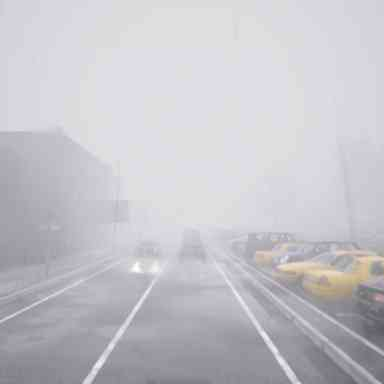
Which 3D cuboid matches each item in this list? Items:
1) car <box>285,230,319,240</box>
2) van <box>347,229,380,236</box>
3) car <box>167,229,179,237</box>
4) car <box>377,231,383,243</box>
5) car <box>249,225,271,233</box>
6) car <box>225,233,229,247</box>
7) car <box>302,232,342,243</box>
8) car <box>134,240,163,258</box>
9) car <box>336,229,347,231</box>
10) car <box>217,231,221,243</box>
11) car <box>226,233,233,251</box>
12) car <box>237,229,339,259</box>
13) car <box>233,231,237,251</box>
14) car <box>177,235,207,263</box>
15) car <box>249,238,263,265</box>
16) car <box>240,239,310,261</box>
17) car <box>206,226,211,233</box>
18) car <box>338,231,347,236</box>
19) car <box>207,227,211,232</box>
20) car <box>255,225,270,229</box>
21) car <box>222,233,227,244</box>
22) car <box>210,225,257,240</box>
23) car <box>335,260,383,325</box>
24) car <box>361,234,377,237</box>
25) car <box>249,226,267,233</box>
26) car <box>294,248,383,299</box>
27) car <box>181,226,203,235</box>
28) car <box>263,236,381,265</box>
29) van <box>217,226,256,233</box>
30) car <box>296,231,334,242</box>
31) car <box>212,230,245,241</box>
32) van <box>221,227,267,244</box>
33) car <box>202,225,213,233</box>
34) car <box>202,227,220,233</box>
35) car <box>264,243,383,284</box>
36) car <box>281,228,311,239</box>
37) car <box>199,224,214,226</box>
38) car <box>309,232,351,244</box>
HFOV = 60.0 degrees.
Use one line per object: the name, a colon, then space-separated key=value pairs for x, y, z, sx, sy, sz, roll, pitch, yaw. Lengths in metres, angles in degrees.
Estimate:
car: x=18.317 y=7.127 z=55.727 sx=5.008 sy=1.535 sz=2.097 roll=0 pitch=-5 yaw=0
van: x=18.382 y=4.857 z=33.109 sx=4.442 sy=1.987 sz=1.878 roll=0 pitch=-6 yaw=0
car: x=-3.775 y=8.205 z=66.795 sx=1.837 sy=1.490 sz=4.892 roll=0 pitch=-5 yaw=0
car: x=18.513 y=4.381 z=27.605 sx=4.553 sy=1.767 sz=2.185 roll=0 pitch=-6 yaw=0
car: x=18.312 y=10.003 z=89.931 sx=5.566 sy=2.045 sz=2.435 roll=0 pitch=-5 yaw=-1
car: x=5.927 y=5.106 z=32.926 sx=4.674 sy=1.452 sz=2.002 roll=0 pitch=-6 yaw=0
car: x=18.360 y=6.422 z=47.286 sx=4.792 sy=1.488 sz=2.163 roll=0 pitch=-5 yaw=0
car: x=-3.446 y=4.535 z=26.670 sx=1.895 sy=1.301 sz=4.718 roll=0 pitch=-6 yaw=0
car: x=18.406 y=5.652 z=41.684 sx=5.566 sy=2.045 sz=2.435 roll=0 pitch=-5 yaw=0
car: x=5.863 y=5.917 z=41.386 sx=4.674 sy=1.452 sz=2.002 roll=0 pitch=-5 yaw=0
car: x=5.947 y=4.771 z=30.120 sx=5.008 sy=1.535 sz=2.097 roll=0 pitch=-6 yaw=0
car: x=6.050 y=3.637 z=21.716 sx=5.566 sy=2.045 sz=2.435 roll=0 pitch=-6 yaw=0
car: x=6.007 y=4.352 z=27.323 sx=4.553 sy=1.767 sz=2.185 roll=0 pitch=-6 yaw=0
car: x=0.021 y=4.110 z=23.584 sx=2.128 sy=1.511 sz=4.902 roll=0 pitch=-6 yaw=0
car: x=6.230 y=3.589 z=18.881 sx=5.366 sy=1.575 sz=1.946 roll=0 pitch=-6 yaw=0
car: x=6.001 y=4.221 z=24.495 sx=4.674 sy=1.452 sz=2.002 roll=0 pitch=-6 yaw=0
car: x=5.705 y=7.869 z=63.908 sx=4.792 sy=1.488 sz=2.163 roll=0 pitch=-5 yaw=0
car: x=18.451 y=5.652 z=38.839 sx=5.008 sy=1.535 sz=2.097 roll=0 pitch=-5 yaw=0
car: x=5.701 y=7.634 z=61.090 sx=4.674 sy=1.452 sz=2.002 roll=0 pitch=-5 yaw=0
car: x=18.282 y=9.892 z=87.145 sx=4.553 sy=1.767 sz=2.185 roll=0 pitch=-5 yaw=-1
car: x=5.909 y=5.397 z=35.745 sx=4.674 sy=1.452 sz=2.002 roll=0 pitch=-6 yaw=0
car: x=5.786 y=6.117 z=47.041 sx=5.566 sy=2.045 sz=2.435 roll=0 pitch=-5 yaw=0
car: x=6.135 y=2.452 z=7.634 sx=4.674 sy=1.452 sz=2.002 roll=0 pitch=-6 yaw=0
car: x=18.555 y=4.816 z=30.273 sx=4.792 sy=1.488 sz=2.163 roll=0 pitch=-6 yaw=0
car: x=18.283 y=10.376 z=92.820 sx=4.553 sy=1.767 sz=2.185 roll=0 pitch=-5 yaw=-1
car: x=6.300 y=2.704 z=10.450 sx=5.366 sy=1.575 sz=1.946 roll=0 pitch=-6 yaw=0
car: x=-0.105 y=5.527 z=40.661 sx=2.150 sy=2.045 sz=5.566 roll=0 pitch=-6 yaw=-1
car: x=6.099 y=3.172 z=16.082 sx=4.553 sy=1.767 sz=2.185 roll=0 pitch=-6 yaw=0
van: x=5.954 y=5.897 z=44.225 sx=4.442 sy=1.987 sz=1.878 roll=0 pitch=-5 yaw=0
car: x=18.375 y=6.628 z=49.977 sx=4.892 sy=1.521 sz=2.231 roll=0 pitch=-5 yaw=0
car: x=5.763 y=6.858 z=52.648 sx=5.008 sy=1.535 sz=2.097 roll=0 pitch=-5 yaw=0
van: x=5.999 y=5.414 z=38.716 sx=4.442 sy=1.987 sz=1.878 roll=0 pitch=-5 yaw=0
car: x=5.248 y=10.056 z=87.137 sx=4.674 sy=1.452 sz=2.002 roll=1 pitch=-5 yaw=0
car: x=5.203 y=10.506 z=92.543 sx=4.792 sy=1.488 sz=2.163 roll=0 pitch=-5 yaw=-1
car: x=5.905 y=2.999 z=13.257 sx=5.366 sy=1.575 sz=1.946 roll=0 pitch=-6 yaw=0
car: x=18.269 y=7.237 z=58.427 sx=4.553 sy=1.767 sz=2.185 roll=0 pitch=-5 yaw=0
car: x=5.018 y=10.237 z=89.770 sx=5.366 sy=1.575 sz=1.946 roll=0 pitch=-5 yaw=-1
car: x=18.382 y=6.177 z=44.473 sx=4.792 sy=1.488 sz=2.163 roll=0 pitch=-5 yaw=0
